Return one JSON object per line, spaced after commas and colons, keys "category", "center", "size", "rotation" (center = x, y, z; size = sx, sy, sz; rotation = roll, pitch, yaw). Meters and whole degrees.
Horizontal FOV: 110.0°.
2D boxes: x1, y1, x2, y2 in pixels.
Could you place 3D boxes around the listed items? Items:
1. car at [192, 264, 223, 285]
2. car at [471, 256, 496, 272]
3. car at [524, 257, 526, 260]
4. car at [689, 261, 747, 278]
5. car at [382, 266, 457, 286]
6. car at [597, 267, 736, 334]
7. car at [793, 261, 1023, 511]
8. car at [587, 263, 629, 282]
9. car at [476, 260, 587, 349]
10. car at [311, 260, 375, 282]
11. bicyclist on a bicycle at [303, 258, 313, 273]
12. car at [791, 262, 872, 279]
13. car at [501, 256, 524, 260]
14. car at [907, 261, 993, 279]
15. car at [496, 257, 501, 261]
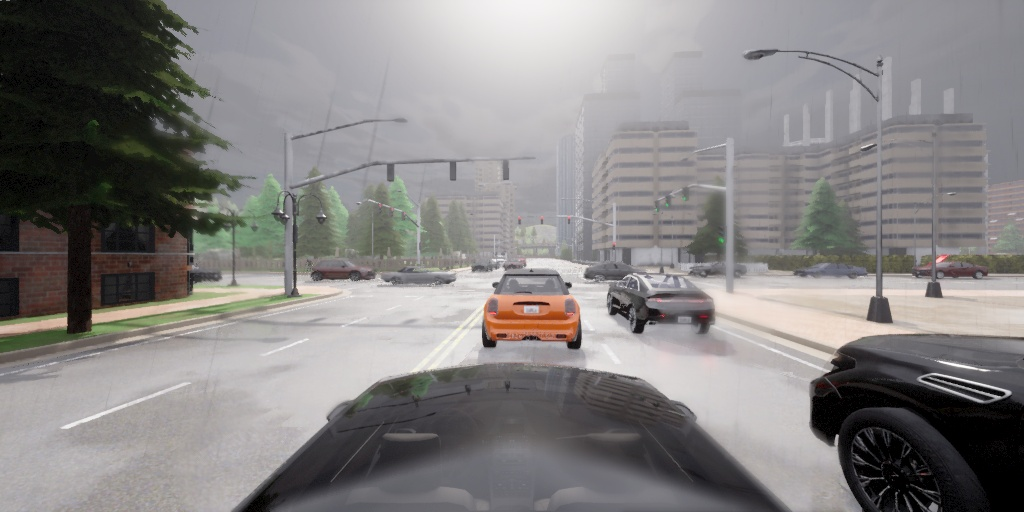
{"category": "car", "center": [-23.451, 1.227, 25.593], "size": [5.008, 1.535, 1.882], "rotation": [0, 0, 4]}
{"category": "car", "center": [-3.759, 1.102, 45.884], "size": [2.097, 1.767, 4.553], "rotation": [0, 0, 6]}
{"category": "car", "center": [0.781, 1.314, 58.652], "size": [1.994, 1.385, 4.181], "rotation": [0, 0, 5]}
{"category": "car", "center": [19.002, 1.241, 33.254], "size": [4.902, 1.511, 2.128], "rotation": [0, 0, 4]}
{"category": "car", "center": [-6.180, 1.351, 24.339], "size": [4.718, 1.301, 1.895], "rotation": [0, 0, 4]}
{"category": "car", "center": [4.092, 1.241, 10.596], "size": [2.128, 1.511, 4.902], "rotation": [0, 0, 4]}
{"category": "car", "center": [3.708, 0.971, 0.759], "size": [2.150, 2.045, 5.566], "rotation": [0, 0, 0]}
{"category": "car", "center": [7.860, 1.255, 26.836], "size": [4.892, 1.490, 1.837], "rotation": [0, 0, 4]}
{"category": "car", "center": [0.517, 1.102, 9.368], "size": [2.097, 1.767, 4.553], "rotation": [0, 0, 3]}
{"category": "car", "center": [-13.254, 1.102, 28.360], "size": [4.553, 1.767, 2.097], "rotation": [0, 0, 4]}
{"category": "bicyclist on a bicycle", "center": [-22.758, 1.051, 40.054], "size": [0.582, 1.620, 1.656], "rotation": [0, 0, 4]}
{"category": "car", "center": [28.850, 1.297, 32.544], "size": [5.357, 1.411, 2.033], "rotation": [0, 0, 4]}
{"category": "car", "center": [0.135, 1.102, 50.056], "size": [2.097, 1.767, 4.553], "rotation": [0, 0, 4]}
{"category": "car", "center": [38.753, 1.228, 31.822], "size": [5.008, 1.535, 1.882], "rotation": [0, 0, 4]}
{"category": "car", "center": [-3.024, 1.241, 54.804], "size": [2.128, 1.511, 4.902], "rotation": [0, 0, 4]}
